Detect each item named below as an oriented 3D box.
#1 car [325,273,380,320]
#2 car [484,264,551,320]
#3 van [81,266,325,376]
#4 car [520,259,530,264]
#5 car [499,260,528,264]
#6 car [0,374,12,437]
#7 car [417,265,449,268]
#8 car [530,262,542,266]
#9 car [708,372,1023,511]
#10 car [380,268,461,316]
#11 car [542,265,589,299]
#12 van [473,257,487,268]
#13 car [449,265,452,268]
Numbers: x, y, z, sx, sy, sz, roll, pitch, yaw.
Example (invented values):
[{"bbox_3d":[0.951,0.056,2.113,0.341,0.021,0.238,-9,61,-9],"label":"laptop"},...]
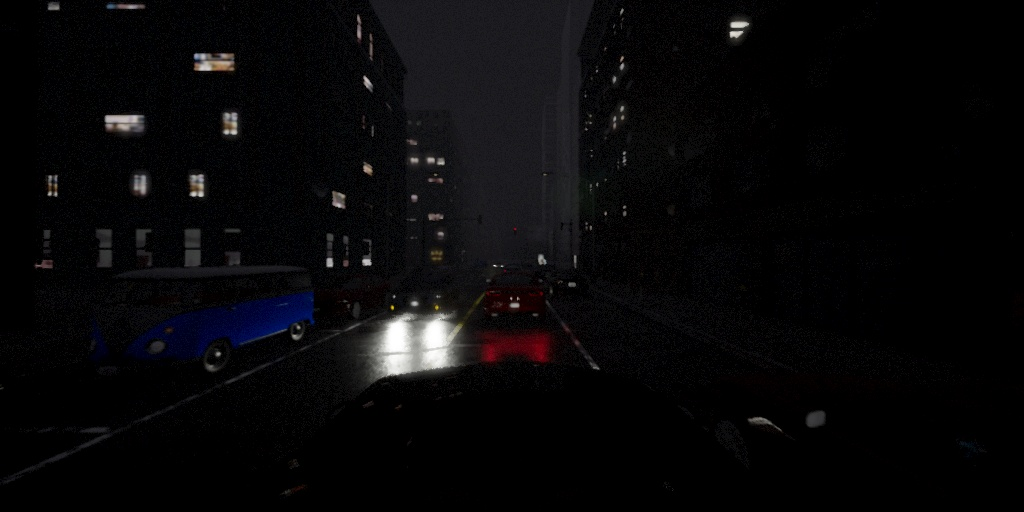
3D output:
[{"bbox_3d":[-5.687,1.308,12.672,1.888,1.381,4.507,0,0,0],"label":"car"},{"bbox_3d":[0.092,1.240,12.648,1.882,1.535,5.008,0,0,0],"label":"car"},{"bbox_3d":[-5.688,1.097,7.148,1.690,1.789,3.998,0,0,0],"label":"van"},{"bbox_3d":[2.704,1.419,61.633,1.802,1.307,4.207,0,0,0],"label":"car"},{"bbox_3d":[0.099,1.310,29.357,1.812,1.442,4.674,0,0,0],"label":"car"},{"bbox_3d":[-5.689,1.316,1.624,1.948,1.339,4.313,0,0,0],"label":"car"},{"bbox_3d":[-5.685,1.342,23.718,1.948,1.339,4.313,0,0,0],"label":"car"},{"bbox_3d":[2.698,1.350,29.228,1.948,1.339,4.313,0,0,0],"label":"car"},{"bbox_3d":[2.692,1.295,1.610,1.888,1.381,4.507,0,0,0],"label":"car"},{"bbox_3d":[-3.095,1.327,13.387,1.994,1.385,4.181,0,0,0],"label":"car"},{"bbox_3d":[2.695,1.335,18.181,1.948,1.339,4.313,0,0,0],"label":"car"},{"bbox_3d":[-5.677,1.178,61.636,1.690,1.789,3.998,0,0,0],"label":"van"},{"bbox_3d":[-5.684,1.366,29.242,1.802,1.307,4.207,0,0,0],"label":"car"}]
